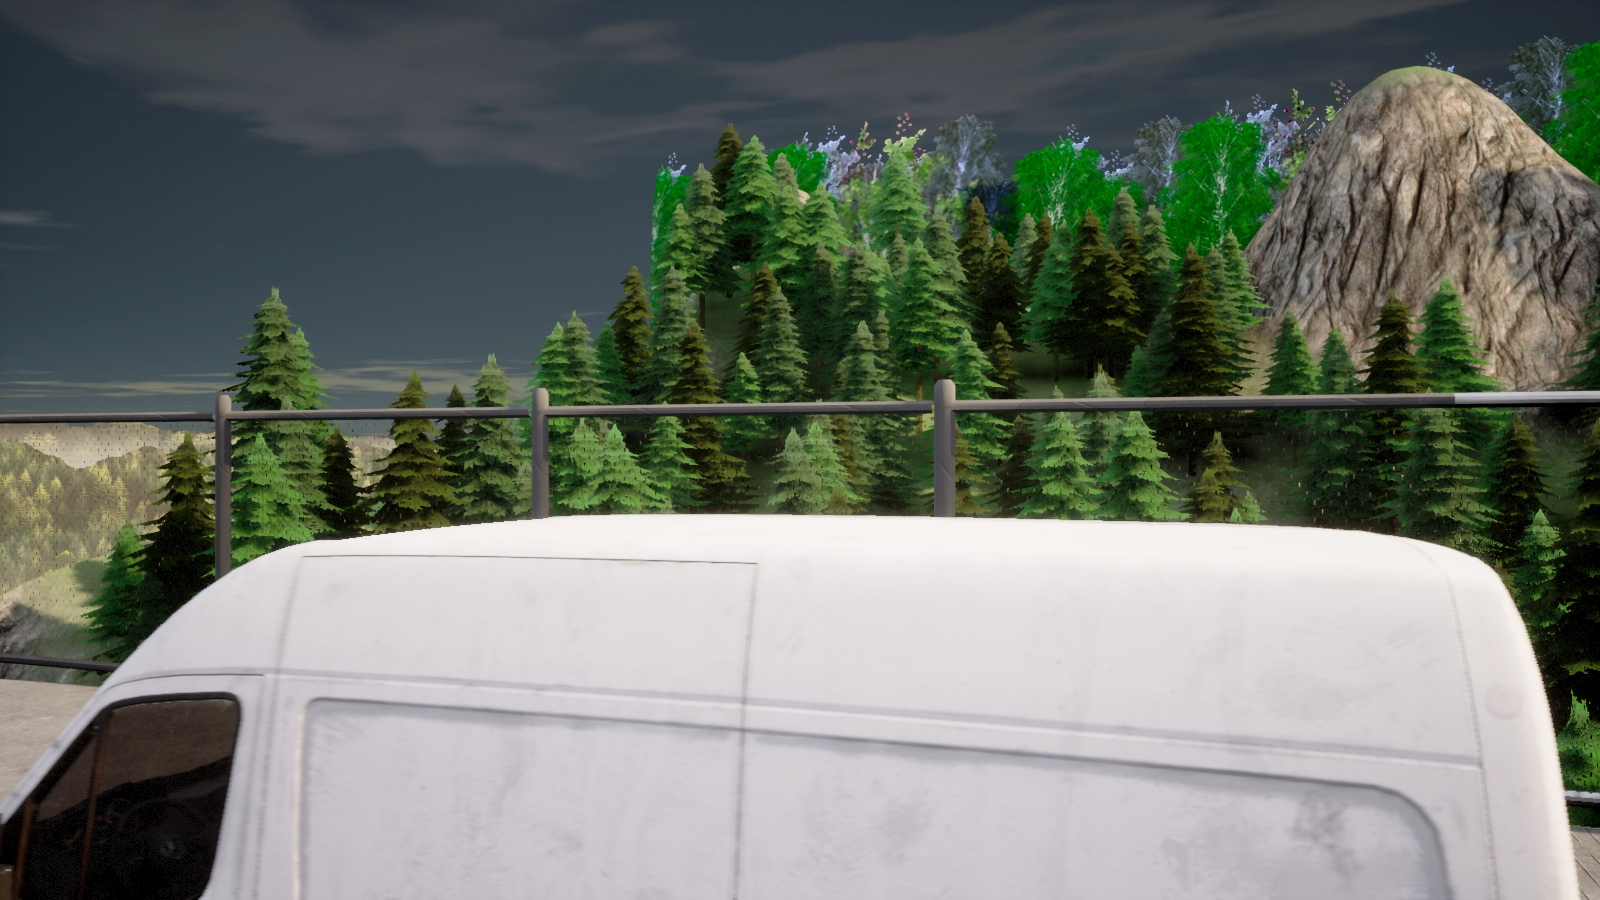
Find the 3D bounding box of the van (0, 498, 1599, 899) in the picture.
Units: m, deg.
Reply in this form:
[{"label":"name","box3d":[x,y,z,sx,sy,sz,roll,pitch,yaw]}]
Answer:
[{"label":"van","box3d":[-0.769,1.534,4.068,5.915,2.561,1.988,0,0,20]}]
